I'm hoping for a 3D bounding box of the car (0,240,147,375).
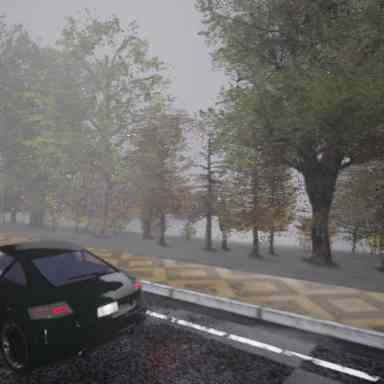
[{"bbox_3d":[-2.766,1.527,5.614,4.181,1.385,1.994,0,0,35],"label":"car"}]
